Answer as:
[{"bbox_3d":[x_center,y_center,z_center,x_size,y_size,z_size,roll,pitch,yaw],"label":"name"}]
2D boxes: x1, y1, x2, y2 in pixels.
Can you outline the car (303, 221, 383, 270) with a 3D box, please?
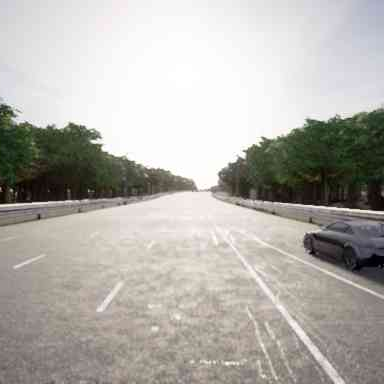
[{"bbox_3d":[5.508,1.666,11.422,1.994,1.385,4.181,1,0,-6],"label":"car"}]
